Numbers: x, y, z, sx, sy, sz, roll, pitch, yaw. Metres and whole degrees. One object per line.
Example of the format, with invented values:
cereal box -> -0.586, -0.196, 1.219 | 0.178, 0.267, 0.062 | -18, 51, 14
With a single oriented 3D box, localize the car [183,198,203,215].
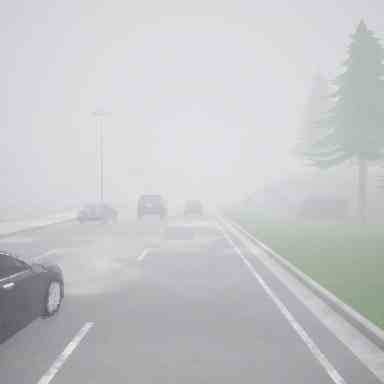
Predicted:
car -> 0.096, 1.548, 33.197 | 2.033, 1.411, 5.357 | 0, 0, 0

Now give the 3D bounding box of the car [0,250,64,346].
car -> -3.403, 1.503, 4.557 | 1.837, 1.490, 4.892 | 0, -1, 0

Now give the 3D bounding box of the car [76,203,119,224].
car -> -6.899, 1.547, 24.732 | 2.033, 1.411, 5.357 | 0, 0, 0

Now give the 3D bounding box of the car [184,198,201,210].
car -> 0.121, 1.548, 43.381 | 2.033, 1.411, 5.357 | 0, 0, 1

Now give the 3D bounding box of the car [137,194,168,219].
car -> -3.399, 1.223, 29.036 | 2.150, 2.045, 5.566 | 0, 0, 0
